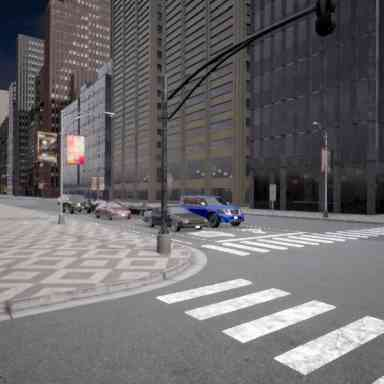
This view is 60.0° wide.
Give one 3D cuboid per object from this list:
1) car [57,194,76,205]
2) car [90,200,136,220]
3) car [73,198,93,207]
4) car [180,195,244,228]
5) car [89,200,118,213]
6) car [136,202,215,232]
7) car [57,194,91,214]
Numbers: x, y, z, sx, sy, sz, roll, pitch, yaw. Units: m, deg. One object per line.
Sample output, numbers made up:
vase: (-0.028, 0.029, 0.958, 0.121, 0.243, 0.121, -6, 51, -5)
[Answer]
car: (-24.719, 1.489, 65.204, 2.150, 2.045, 5.566, 1, -1, -36)
car: (-6.900, 1.584, 28.723, 1.812, 1.442, 4.674, 1, -1, -35)
car: (-18.673, 1.733, 56.739, 1.837, 1.490, 4.892, 1, -1, -36)
car: (1.120, 1.268, 23.073, 2.150, 2.045, 5.566, 1, -1, -36)
car: (-10.604, 1.652, 39.520, 1.812, 1.442, 4.674, 1, -1, -35)
car: (-1.209, 1.568, 20.752, 2.033, 1.411, 5.357, 1, -1, -35)
car: (-13.117, 1.323, 37.452, 2.150, 2.045, 5.566, 1, -1, -36)
